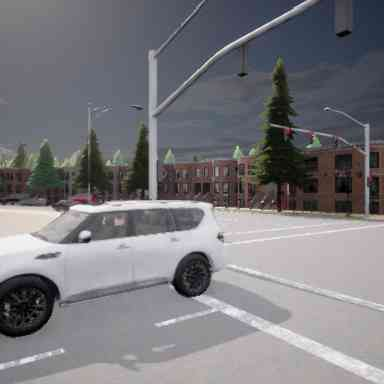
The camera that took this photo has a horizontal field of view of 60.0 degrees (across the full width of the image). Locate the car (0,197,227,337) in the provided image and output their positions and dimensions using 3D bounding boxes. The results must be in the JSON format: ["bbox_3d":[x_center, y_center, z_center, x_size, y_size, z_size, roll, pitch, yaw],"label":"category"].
[{"bbox_3d":[-1.787,1.221,7.021,5.566,2.045,2.150,0,0,-36],"label":"car"}]

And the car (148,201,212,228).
[{"bbox_3d":[-0.978,1.492,23.340,2.128,1.511,4.902,0,0,-36],"label":"car"}]

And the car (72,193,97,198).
[{"bbox_3d":[-17.307,1.224,52.308,5.566,2.045,2.150,0,0,24],"label":"car"}]

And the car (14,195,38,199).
[{"bbox_3d":[-24.113,1.547,51.176,5.357,1.411,2.033,0,0,17],"label":"car"}]

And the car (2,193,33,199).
[{"bbox_3d":[-29.313,1.221,56.044,5.566,2.045,2.150,0,0,10],"label":"car"}]

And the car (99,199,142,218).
[{"bbox_3d":[-6.732,1.478,30.902,1.882,1.535,5.008,0,0,-40],"label":"car"}]
